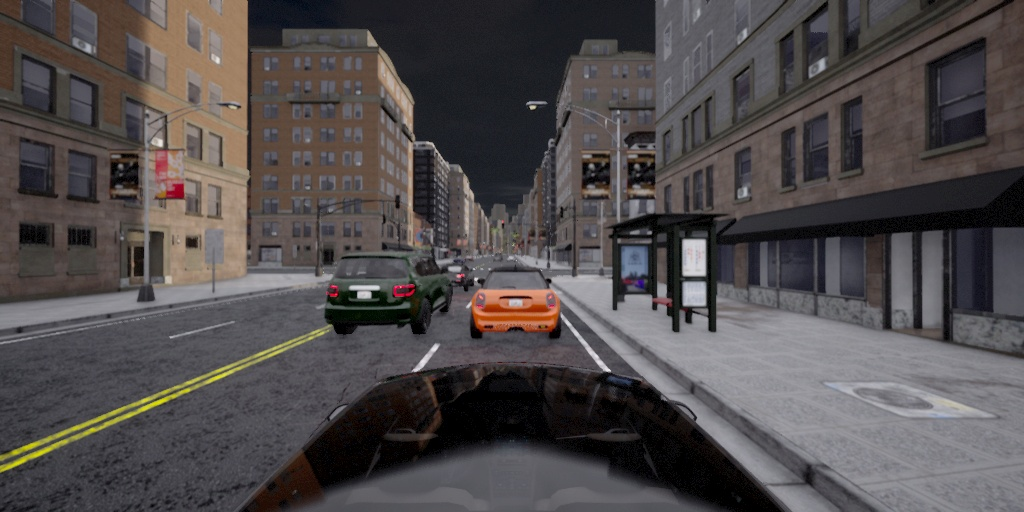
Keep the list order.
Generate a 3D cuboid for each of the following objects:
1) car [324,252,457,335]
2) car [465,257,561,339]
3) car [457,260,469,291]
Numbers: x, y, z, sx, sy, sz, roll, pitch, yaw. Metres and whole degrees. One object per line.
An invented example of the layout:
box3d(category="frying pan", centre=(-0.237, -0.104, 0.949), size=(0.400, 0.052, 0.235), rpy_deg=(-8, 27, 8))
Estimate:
box3d(category="car", centre=(-3.172, 0.905, 10.362), size=(2.150, 2.045, 5.566), rpy_deg=(0, 0, 0))
box3d(category="car", centre=(0.079, 1.038, 10.039), size=(2.097, 1.767, 4.553), rpy_deg=(0, 0, 0))
box3d(category="car", centre=(-3.201, 1.135, 20.133), size=(1.812, 1.442, 4.674), rpy_deg=(0, 0, 0))
